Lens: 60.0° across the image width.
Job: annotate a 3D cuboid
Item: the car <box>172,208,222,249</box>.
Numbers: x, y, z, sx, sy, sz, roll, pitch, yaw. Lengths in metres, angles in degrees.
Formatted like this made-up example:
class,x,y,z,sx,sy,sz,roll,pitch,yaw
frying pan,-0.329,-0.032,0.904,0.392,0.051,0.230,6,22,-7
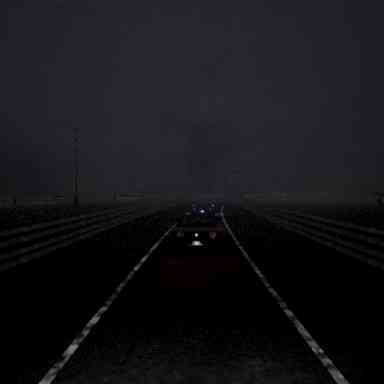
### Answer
class,x,y,z,sx,sy,sz,roll,pitch,yaw
car,0.250,1.617,14.611,1.895,1.301,4.718,0,0,2

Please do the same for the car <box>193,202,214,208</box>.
class,x,y,z,sx,sy,sz,roll,pitch,yaw
car,0.997,1.575,29.504,1.994,1.385,4.181,0,0,4
